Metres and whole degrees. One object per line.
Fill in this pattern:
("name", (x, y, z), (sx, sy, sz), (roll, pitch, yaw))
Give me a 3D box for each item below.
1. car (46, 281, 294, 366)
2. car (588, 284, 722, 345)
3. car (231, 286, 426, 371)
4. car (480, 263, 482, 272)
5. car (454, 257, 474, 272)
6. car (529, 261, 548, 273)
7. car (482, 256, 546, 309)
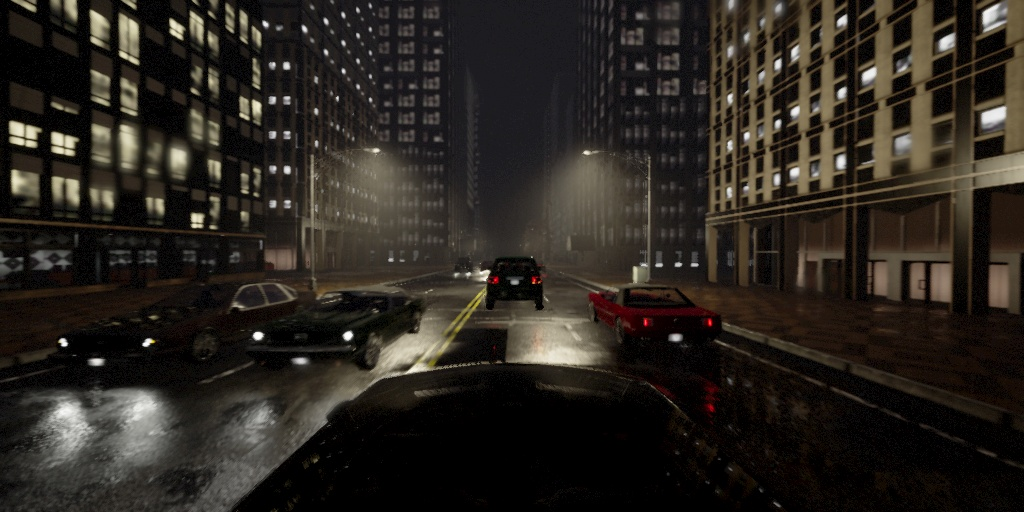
("car", (-6.602, 1.314, 8.355), (2.033, 1.411, 5.357), (0, 0, 0))
("car", (3.346, 1.387, 9.535), (1.895, 1.301, 4.718), (0, 0, 0))
("car", (-3.354, 1.370, 7.898), (1.895, 1.301, 4.718), (0, 0, 0))
("car", (-3.282, 1.392, 49.244), (1.882, 1.535, 5.008), (0, 0, 0))
("car", (-6.532, 1.131, 49.179), (2.150, 2.045, 5.566), (0, 0, 0))
("car", (3.389, 1.410, 47.310), (2.128, 1.511, 4.902), (0, 0, 0))
("car", (0.106, 1.027, 15.435), (2.150, 2.045, 5.566), (0, 0, 0))
